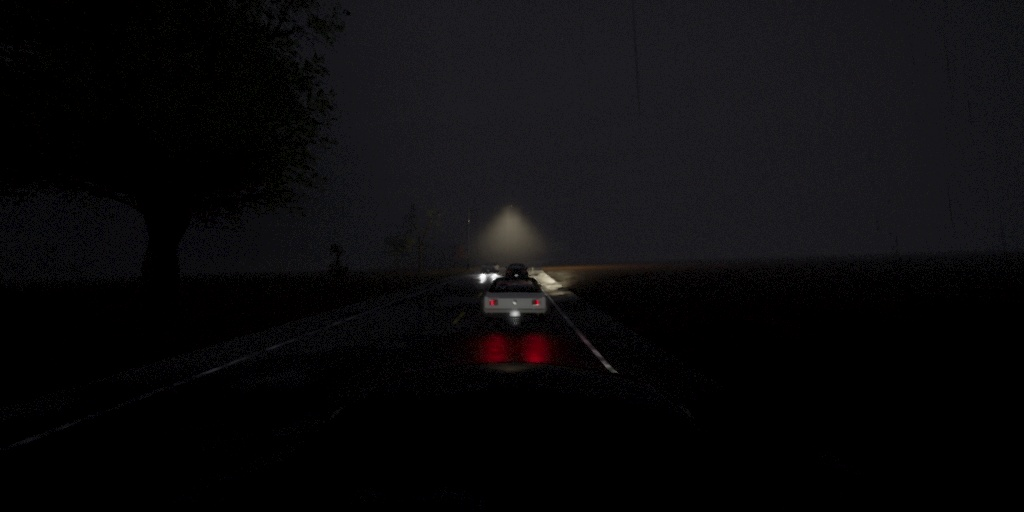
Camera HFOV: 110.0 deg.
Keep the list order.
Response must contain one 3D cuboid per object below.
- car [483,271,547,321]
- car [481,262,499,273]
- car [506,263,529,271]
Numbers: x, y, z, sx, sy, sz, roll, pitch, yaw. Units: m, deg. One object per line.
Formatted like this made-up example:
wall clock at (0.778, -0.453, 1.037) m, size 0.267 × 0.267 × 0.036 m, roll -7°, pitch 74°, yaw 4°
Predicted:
car at (0.115, 1.377, 12.524) m, size 1.895 × 1.301 × 4.718 m, roll 0°, pitch 0°, yaw 1°
car at (-2.726, 1.451, 44.779) m, size 1.895 × 1.301 × 4.718 m, roll 0°, pitch 0°, yaw 3°
car at (0.425, 1.344, 30.235) m, size 1.812 × 1.442 × 4.674 m, roll 0°, pitch 0°, yaw 2°
